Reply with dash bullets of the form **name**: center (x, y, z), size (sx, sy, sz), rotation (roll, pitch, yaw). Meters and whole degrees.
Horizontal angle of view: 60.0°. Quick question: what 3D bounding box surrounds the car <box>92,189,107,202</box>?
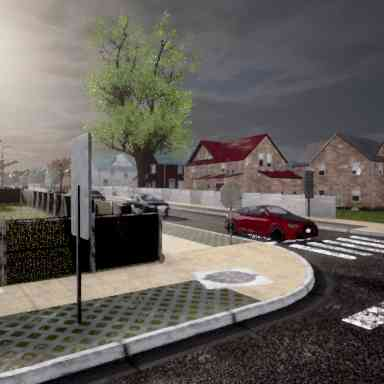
- **car**: center (-10.290, 0.518, 33.997), size (1.837, 1.490, 4.892), rotation (0, 2, -35)

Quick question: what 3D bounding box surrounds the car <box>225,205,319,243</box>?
- **car**: center (3.407, 1.293, 14.784), size (1.994, 1.385, 4.181), rotation (0, 2, -38)

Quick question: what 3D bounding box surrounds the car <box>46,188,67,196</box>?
- **car**: center (-19.001, 0.071, 46.655), size (1.895, 1.301, 4.718), rotation (0, 2, -35)

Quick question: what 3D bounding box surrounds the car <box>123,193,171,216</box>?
- **car**: center (-3.346, 0.874, 24.020), size (2.128, 1.511, 4.902), rotation (0, 2, -35)
